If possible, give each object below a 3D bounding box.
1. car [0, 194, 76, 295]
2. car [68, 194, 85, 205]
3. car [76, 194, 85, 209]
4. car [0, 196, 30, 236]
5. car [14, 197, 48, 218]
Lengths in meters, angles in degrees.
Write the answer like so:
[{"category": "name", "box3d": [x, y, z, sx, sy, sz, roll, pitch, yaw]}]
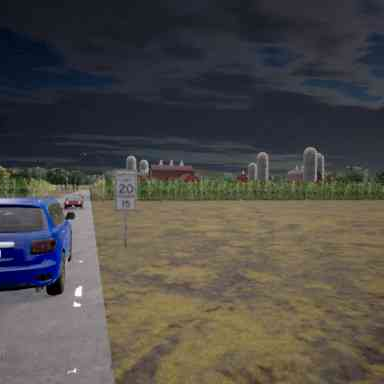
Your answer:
[{"category": "car", "box3d": [-4.228, 1.130, 8.280, 2.150, 2.045, 5.566, 0, 1, -17]}, {"category": "car", "box3d": [-16.116, 0.997, 46.659, 2.033, 1.411, 5.357, 0, 1, -17]}, {"category": "car", "box3d": [-13.092, 1.170, 37.055, 1.895, 1.301, 4.718, 0, 1, -17]}, {"category": "car", "box3d": [-10.056, 1.134, 17.470, 2.097, 1.767, 4.553, 0, 1, -17]}, {"category": "car", "box3d": [-13.108, 1.191, 27.363, 1.812, 1.442, 4.674, 0, 1, -17]}]
